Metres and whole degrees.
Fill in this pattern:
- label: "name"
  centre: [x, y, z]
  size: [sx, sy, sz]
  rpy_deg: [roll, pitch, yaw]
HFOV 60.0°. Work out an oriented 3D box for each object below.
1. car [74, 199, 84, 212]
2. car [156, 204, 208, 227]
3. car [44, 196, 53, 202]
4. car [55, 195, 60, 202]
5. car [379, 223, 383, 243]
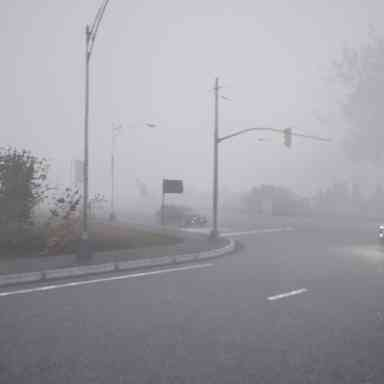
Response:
- label: "car"
  centre: [-14.087, 1.517, 41.065]
  size: [2.097, 1.767, 4.553]
  rpy_deg: [1, -1, -39]
- label: "car"
  centre: [-0.830, 1.684, 24.502]
  size: [1.837, 1.490, 4.892]
  rpy_deg: [1, 0, -39]
- label: "car"
  centre: [-36.648, 1.454, 81.576]
  size: [2.150, 2.045, 5.566]
  rpy_deg: [1, -1, -36]
- label: "car"
  centre: [-34.057, 1.633, 83.957]
  size: [2.097, 1.767, 4.553]
  rpy_deg: [1, -1, -36]
- label: "car"
  centre: [10.948, 1.594, 15.971]
  size: [4.553, 1.767, 2.097]
  rpy_deg: [1, -1, -35]
